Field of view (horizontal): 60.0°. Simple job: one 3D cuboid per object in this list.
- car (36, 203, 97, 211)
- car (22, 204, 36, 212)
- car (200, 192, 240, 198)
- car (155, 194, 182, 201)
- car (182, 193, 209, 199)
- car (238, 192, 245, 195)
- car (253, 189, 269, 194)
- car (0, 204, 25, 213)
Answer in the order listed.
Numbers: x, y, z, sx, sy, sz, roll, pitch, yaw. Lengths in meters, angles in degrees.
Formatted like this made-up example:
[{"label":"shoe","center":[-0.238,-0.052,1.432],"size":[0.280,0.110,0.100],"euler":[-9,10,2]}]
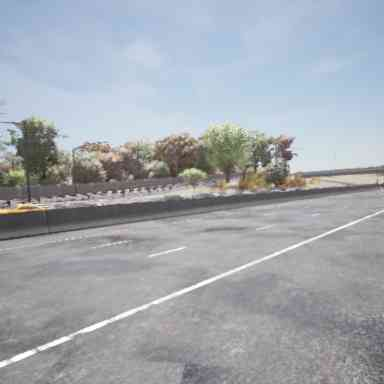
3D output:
[{"label":"car","center":[-9.209,1.658,26.452],"size":[1.882,1.535,5.008],"euler":[-3,0,40]},{"label":"car","center":[-11.847,1.859,28.745],"size":[1.994,1.385,4.181],"euler":[-3,0,40]},{"label":"car","center":[3.602,1.088,41.849],"size":[1.895,1.301,4.718],"euler":[-3,0,40]},{"label":"car","center":[-3.079,1.144,44.766],"size":[2.097,1.767,4.553],"euler":[-3,0,40]},{"label":"car","center":[1.369,0.931,44.639],"size":[2.097,1.767,4.553],"euler":[-3,1,40]},{"label":"car","center":[7.893,0.755,57.904],"size":[2.033,1.411,5.357],"euler":[-3,0,40]},{"label":"car","center":[11.920,0.371,57.291],"size":[2.097,1.767,4.553],"euler":[-3,0,40]},{"label":"car","center":[-15.366,1.854,29.958],"size":[1.882,1.535,5.008],"euler":[1,-1,40]}]
